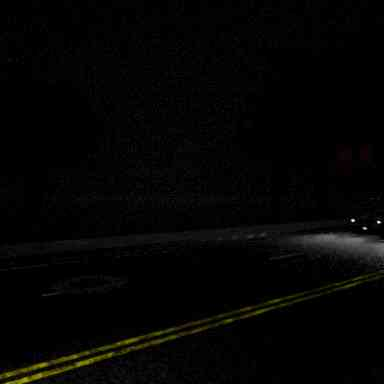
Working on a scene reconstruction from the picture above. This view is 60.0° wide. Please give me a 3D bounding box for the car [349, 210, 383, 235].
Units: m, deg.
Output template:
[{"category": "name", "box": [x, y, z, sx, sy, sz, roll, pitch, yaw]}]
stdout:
[{"category": "car", "box": [11.436, 1.736, 19.825, 4.718, 1.301, 1.895, 0, 0, -35]}]
